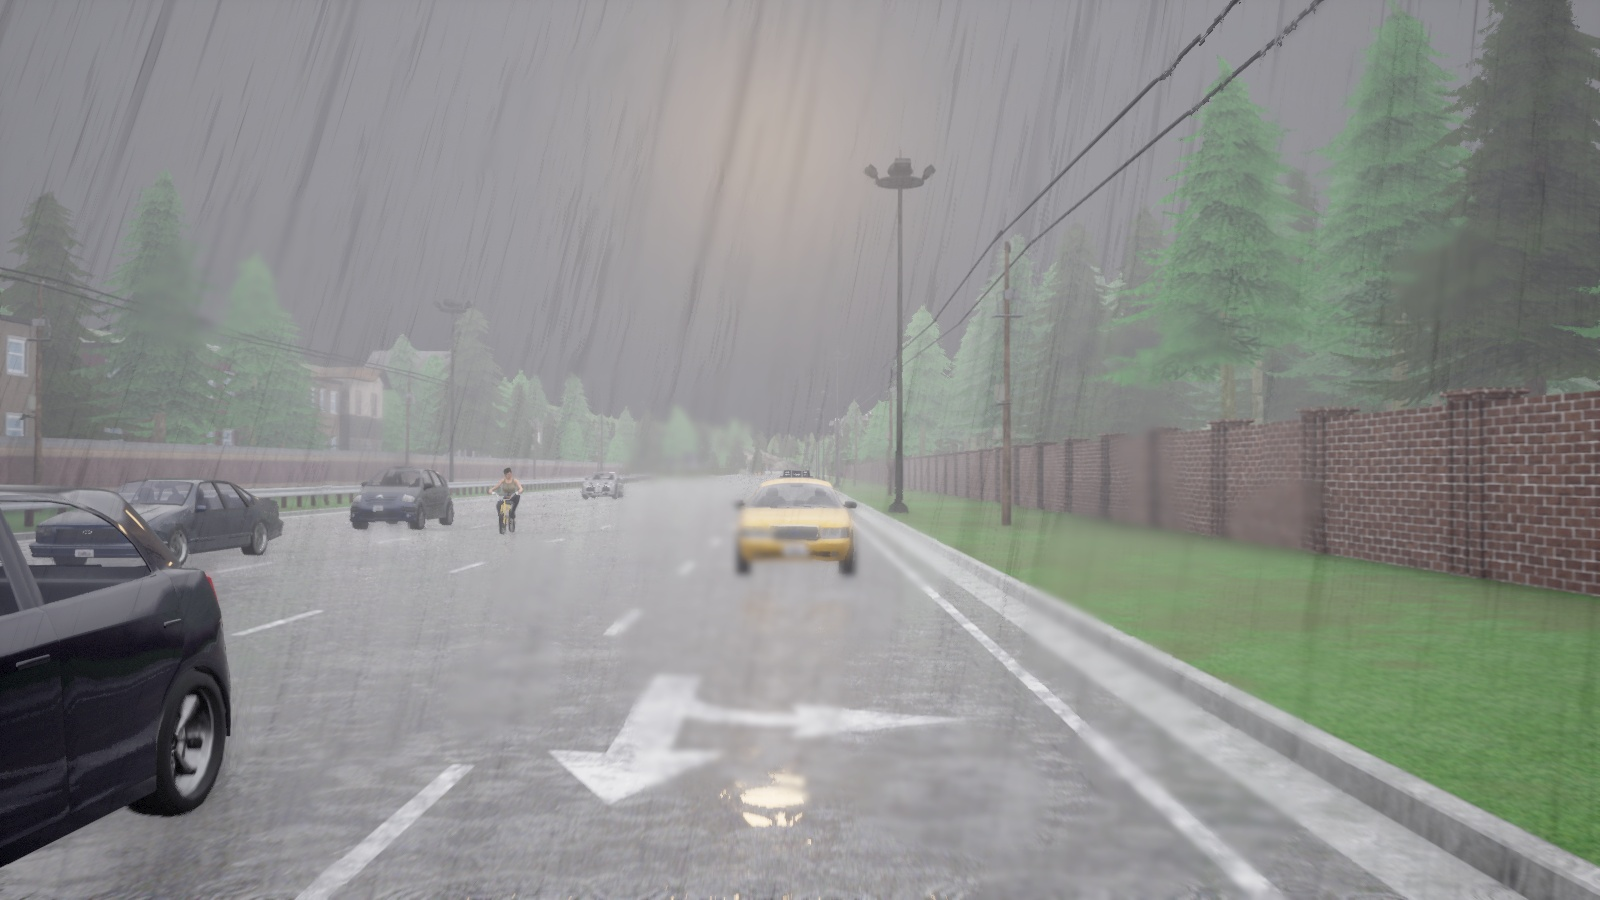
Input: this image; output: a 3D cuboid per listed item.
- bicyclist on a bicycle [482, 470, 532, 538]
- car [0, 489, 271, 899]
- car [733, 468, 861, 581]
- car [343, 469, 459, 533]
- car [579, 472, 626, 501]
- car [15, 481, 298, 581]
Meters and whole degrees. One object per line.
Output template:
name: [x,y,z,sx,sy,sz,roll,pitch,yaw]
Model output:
bicyclist on a bicycle: [-7.073,1.288,30.381,0.866,1.612,1.509,0,-1,0]
car: [-3.510,0.915,4.324,1.845,1.501,3.633,0,-1,0]
car: [-0.049,1.095,20.398,1.801,1.575,5.366,0,-1,0]
car: [-10.581,1.318,33.613,1.851,1.617,3.988,0,-1,0]
car: [-10.663,1.961,68.027,1.970,1.475,3.806,0,-1,0]
car: [-10.551,1.259,21.182,2.033,1.411,5.357,0,-1,0]
